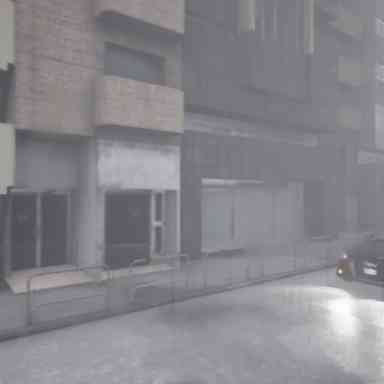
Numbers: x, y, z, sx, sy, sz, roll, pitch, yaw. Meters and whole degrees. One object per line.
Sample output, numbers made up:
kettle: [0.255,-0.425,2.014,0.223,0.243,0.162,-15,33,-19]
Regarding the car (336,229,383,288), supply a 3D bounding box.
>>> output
car: [5.589,1.599,8.538,4.181,1.385,1.994,0,0,-35]
